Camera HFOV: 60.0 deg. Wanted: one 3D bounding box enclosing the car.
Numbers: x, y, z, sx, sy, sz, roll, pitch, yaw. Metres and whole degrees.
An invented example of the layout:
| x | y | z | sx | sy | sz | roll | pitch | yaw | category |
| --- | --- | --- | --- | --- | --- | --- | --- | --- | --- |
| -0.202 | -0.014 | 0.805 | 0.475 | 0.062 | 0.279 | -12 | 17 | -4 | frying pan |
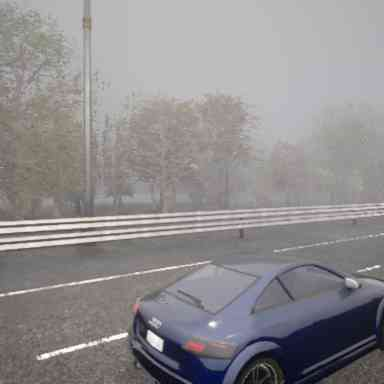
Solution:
| x | y | z | sx | sy | sz | roll | pitch | yaw | category |
| --- | --- | --- | --- | --- | --- | --- | --- | --- | --- |
| 1.239 | 1.556 | 4.733 | 4.181 | 1.385 | 1.994 | 0 | 0 | -35 | car |
